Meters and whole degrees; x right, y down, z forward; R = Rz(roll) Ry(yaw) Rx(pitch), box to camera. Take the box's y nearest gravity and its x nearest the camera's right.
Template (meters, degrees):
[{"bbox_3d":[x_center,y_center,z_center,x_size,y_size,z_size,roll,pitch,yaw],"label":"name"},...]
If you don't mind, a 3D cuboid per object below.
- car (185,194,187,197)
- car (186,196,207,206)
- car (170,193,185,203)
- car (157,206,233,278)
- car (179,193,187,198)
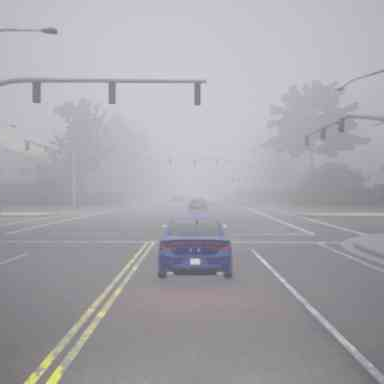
[{"bbox_3d":[-2.532,1.084,74.122,1.895,1.301,4.718,0,0,0],"label":"car"},{"bbox_3d":[0.680,1.309,36.780,1.994,1.385,4.181,0,0,1],"label":"car"},{"bbox_3d":[-2.703,1.156,59.039,1.994,1.385,4.181,0,0,1],"label":"car"},{"bbox_3d":[0.082,1.408,9.969,1.882,1.535,5.008,0,0,0],"label":"car"},{"bbox_3d":[-2.405,0.924,89.705,1.994,1.385,4.181,0,0,0],"label":"car"}]
